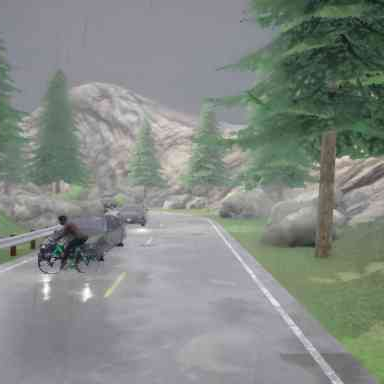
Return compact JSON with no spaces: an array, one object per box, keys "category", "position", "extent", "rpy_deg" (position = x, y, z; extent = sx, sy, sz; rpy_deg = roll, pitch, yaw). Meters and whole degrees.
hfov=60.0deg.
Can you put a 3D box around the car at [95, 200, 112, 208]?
[{"category":"car","position":[-11.748,1.601,41.870],"extent":[4.718,1.301,1.895],"rpy_deg":[0,0,29]}]

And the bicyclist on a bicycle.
[{"category":"bicyclist on a bicycle","position":[-3.320,1.453,8.978],"extent":[1.656,1.620,0.582],"rpy_deg":[0,0,-1]}]

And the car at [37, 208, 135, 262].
[{"category":"car","position":[-3.719,1.547,12.398],"extent":[2.033,1.411,5.357],"rpy_deg":[0,0,0]}]

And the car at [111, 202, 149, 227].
[{"category":"car","position":[-4.044,1.505,22.924],"extent":[1.837,1.490,4.892],"rpy_deg":[0,0,-3]}]
